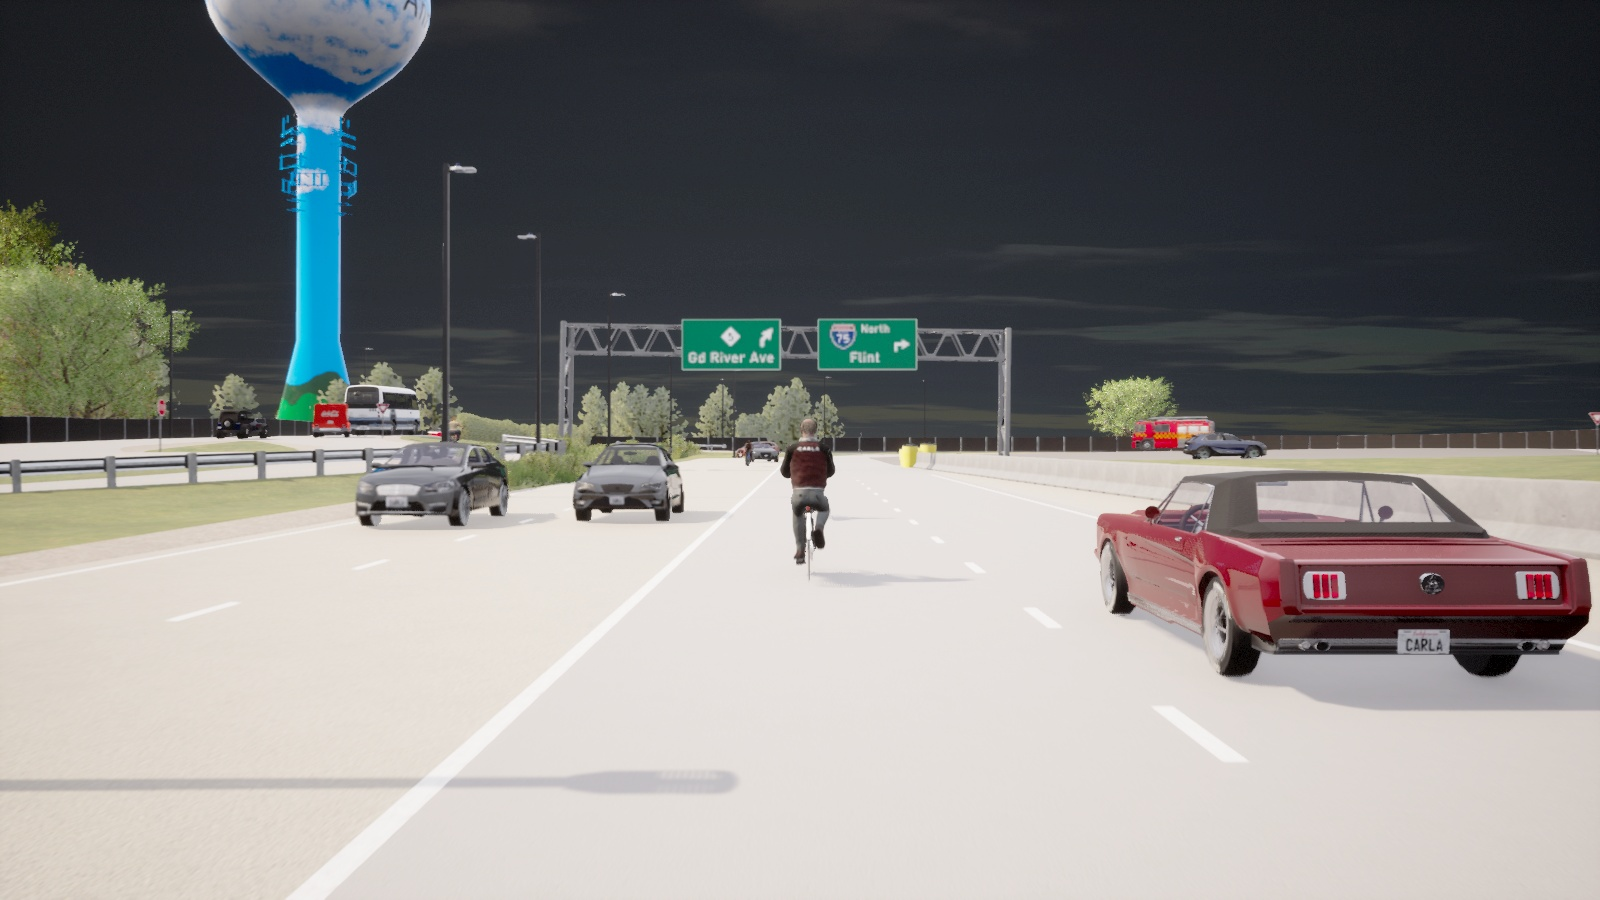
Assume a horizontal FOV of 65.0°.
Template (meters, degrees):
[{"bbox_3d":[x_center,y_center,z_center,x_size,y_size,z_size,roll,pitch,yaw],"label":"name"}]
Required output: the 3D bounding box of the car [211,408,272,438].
[{"bbox_3d":[-35.944,-1.721,80.922,1.905,1.878,3.866,1,1,6],"label":"car"}]

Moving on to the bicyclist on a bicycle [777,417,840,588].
[{"bbox_3d":[0.096,0.539,14.028,0.659,1.776,1.843,0,1,0],"label":"bicyclist on a bicycle"}]

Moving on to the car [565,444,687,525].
[{"bbox_3d":[-3.342,0.614,24.914,1.816,1.474,4.193,0,0,0],"label":"car"}]

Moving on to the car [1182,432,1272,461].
[{"bbox_3d":[25.989,-0.206,76.579,4.856,1.649,2.033,-1,0,4],"label":"car"}]

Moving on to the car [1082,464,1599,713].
[{"bbox_3d":[3.569,0.798,9.357,1.895,1.301,4.718,0,0,0],"label":"car"}]

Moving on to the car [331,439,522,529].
[{"bbox_3d":[-6.850,0.559,23.665,2.128,1.511,4.902,0,0,0],"label":"car"}]

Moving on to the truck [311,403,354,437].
[{"bbox_3d":[-34.580,-2.242,92.987,2.627,2.467,5.204,0,2,-16],"label":"truck"}]

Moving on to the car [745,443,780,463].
[{"bbox_3d":[-2.787,0.212,92.185,1.994,1.385,4.181,0,0,-10],"label":"car"}]
